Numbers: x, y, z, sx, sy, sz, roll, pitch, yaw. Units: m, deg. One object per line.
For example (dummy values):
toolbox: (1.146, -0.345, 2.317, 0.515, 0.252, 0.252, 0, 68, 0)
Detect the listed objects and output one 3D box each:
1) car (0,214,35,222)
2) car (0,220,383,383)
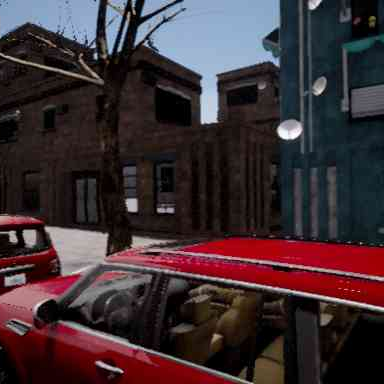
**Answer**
car: (-4.406, 1.308, 6.035, 5.009, 1.841, 2.192, 0, -1, 36)
car: (0.111, 1.314, 2.812, 5.009, 1.841, 2.192, 0, -1, 36)
